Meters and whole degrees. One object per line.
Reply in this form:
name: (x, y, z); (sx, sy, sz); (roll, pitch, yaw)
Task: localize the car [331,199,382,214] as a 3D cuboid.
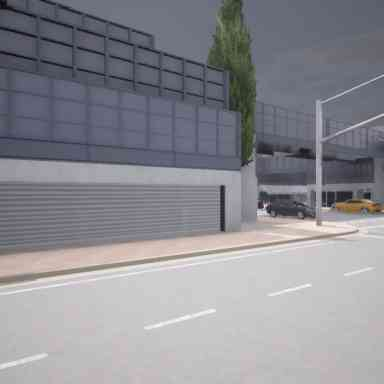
car: (17.330, 1.477, 35.319); (1.882, 1.535, 5.008); (0, 0, -37)

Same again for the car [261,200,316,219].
car: (8.723, 1.505, 28.929); (1.837, 1.490, 4.892); (0, 0, -37)

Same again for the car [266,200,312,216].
car: (9.691, 1.564, 33.481); (1.994, 1.385, 4.181); (0, 0, -37)

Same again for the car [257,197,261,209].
car: (7.004, 1.352, 43.271); (2.097, 1.767, 4.553); (0, 0, -37)
